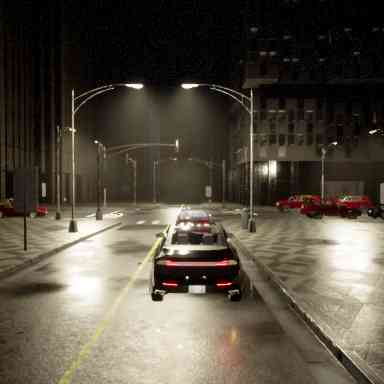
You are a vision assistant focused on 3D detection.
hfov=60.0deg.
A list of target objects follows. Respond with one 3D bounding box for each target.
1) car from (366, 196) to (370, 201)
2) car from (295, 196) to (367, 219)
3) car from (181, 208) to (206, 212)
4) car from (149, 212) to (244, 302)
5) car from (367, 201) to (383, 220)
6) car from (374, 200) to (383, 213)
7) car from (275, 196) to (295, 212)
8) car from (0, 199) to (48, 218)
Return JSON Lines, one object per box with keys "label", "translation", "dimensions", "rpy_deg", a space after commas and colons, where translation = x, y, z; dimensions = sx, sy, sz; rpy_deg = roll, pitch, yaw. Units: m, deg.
{"label": "car", "translation": [17.688, 1.354, 37.725], "dimensions": [5.009, 1.841, 2.192], "rpy_deg": [0, 1, 0]}
{"label": "car", "translation": [12.074, 1.463, 29.175], "dimensions": [5.009, 1.841, 2.192], "rpy_deg": [0, 1, 0]}
{"label": "car", "translation": [0.072, 1.550, 17.963], "dimensions": [2.033, 1.411, 5.357], "rpy_deg": [0, 0, 0]}
{"label": "car", "translation": [0.086, 1.490, 8.253], "dimensions": [2.128, 1.511, 4.902], "rpy_deg": [0, 0, 0]}
{"label": "car", "translation": [17.717, 1.743, 29.204], "dimensions": [4.313, 1.339, 1.947], "rpy_deg": [0, 1, 0]}
{"label": "car", "translation": [23.329, 1.634, 37.754], "dimensions": [4.313, 1.339, 1.947], "rpy_deg": [0, 1, 0]}
{"label": "car", "translation": [12.045, 1.325, 37.698], "dimensions": [5.009, 1.841, 2.192], "rpy_deg": [0, 1, 0]}
{"label": "car", "translation": [-14.967, 1.566, 29.050], "dimensions": [4.507, 1.381, 1.887], "rpy_deg": [0, 1, 0]}
